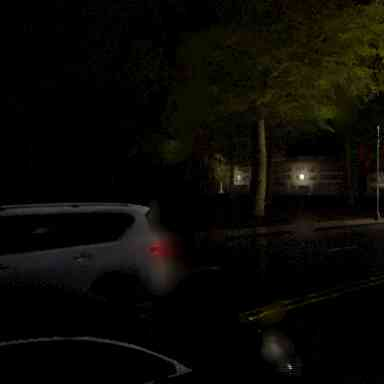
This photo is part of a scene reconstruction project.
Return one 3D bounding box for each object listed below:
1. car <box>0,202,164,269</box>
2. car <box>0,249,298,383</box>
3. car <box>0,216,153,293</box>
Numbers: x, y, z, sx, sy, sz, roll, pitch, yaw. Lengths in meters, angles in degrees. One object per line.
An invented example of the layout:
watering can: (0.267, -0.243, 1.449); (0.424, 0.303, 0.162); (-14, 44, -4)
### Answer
car: (-3.091, 1.221, 5.376); (5.566, 2.045, 2.150); (0, 0, -34)
car: (-1.295, 1.506, 2.429); (4.892, 1.490, 1.837); (0, 0, -34)
car: (-3.561, 1.525, 8.964); (4.674, 1.442, 1.812); (0, 0, -34)
